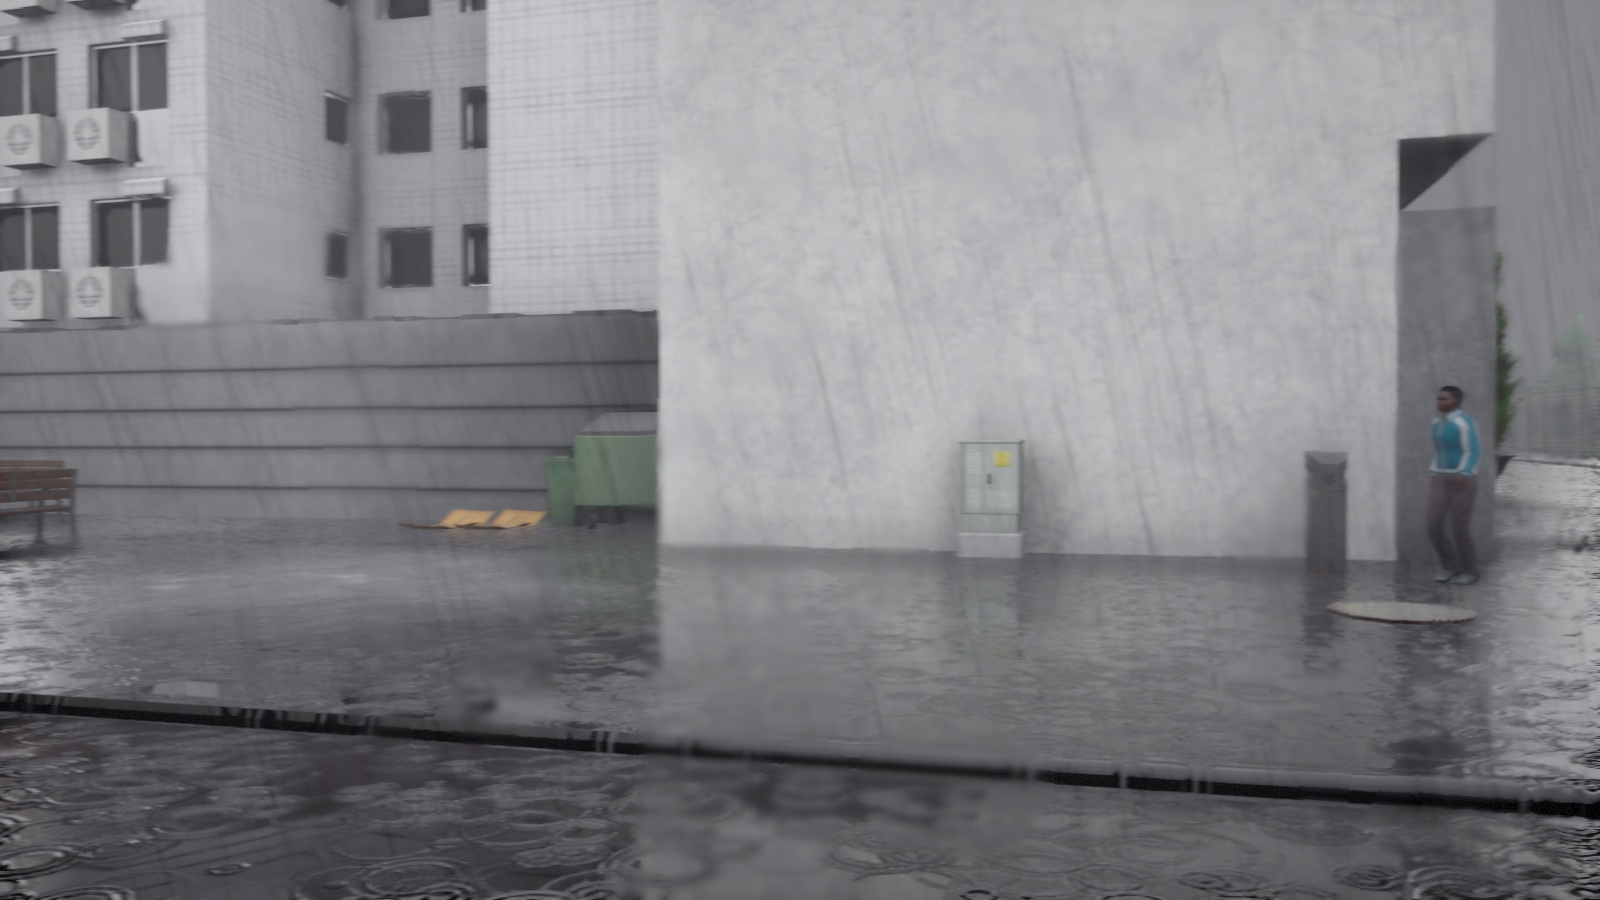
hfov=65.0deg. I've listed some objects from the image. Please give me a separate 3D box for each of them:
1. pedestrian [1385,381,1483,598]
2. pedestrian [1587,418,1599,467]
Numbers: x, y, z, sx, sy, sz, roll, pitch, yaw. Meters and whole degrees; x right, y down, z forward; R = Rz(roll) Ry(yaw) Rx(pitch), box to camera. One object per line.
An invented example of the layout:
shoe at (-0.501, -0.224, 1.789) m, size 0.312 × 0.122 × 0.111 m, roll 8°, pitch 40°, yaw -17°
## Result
pedestrian at (5.773, 0.350, 11.434) m, size 0.692 × 1.930 × 0.396 m, roll 0°, pitch 1°, yaw -16°
pedestrian at (32.604, -0.312, 51.205) m, size 0.659 × 1.952 × 0.873 m, roll 0°, pitch 1°, yaw 17°
